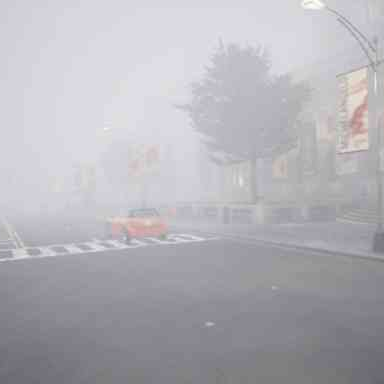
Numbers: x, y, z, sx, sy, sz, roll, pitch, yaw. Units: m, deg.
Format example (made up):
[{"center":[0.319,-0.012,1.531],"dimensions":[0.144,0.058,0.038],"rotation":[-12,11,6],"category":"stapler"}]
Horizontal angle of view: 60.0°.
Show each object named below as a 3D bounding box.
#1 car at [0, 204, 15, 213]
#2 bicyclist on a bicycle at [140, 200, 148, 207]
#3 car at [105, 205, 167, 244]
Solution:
[{"center":[-30.098,2.625,52.884],"dimensions":[4.181,1.385,1.994],"rotation":[-1,-1,30],"category":"car"},{"center":[-5.136,1.701,35.298],"dimensions":[1.656,1.620,0.582],"rotation":[-1,0,-31],"category":"bicyclist on a bicycle"},{"center":[-3.094,1.562,17.506],"dimensions":[2.097,1.767,4.553],"rotation":[-1,-1,-29],"category":"car"}]
